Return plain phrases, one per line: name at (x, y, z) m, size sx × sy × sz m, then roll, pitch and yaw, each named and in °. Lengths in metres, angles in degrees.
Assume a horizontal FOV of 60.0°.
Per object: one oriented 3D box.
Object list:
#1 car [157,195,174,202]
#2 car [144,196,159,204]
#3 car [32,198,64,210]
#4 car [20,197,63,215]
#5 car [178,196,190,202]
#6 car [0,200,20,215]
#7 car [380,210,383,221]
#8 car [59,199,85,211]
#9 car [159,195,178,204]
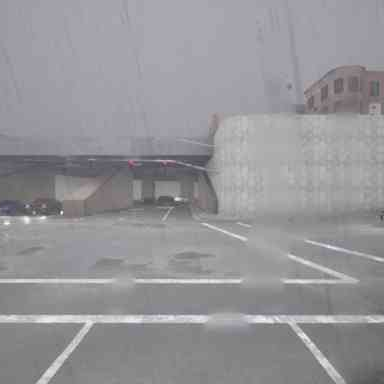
car at (-5.945, 1.500, 75.392) m, size 1.837 × 1.490 × 4.892 m, roll 0°, pitch 0°, yaw 24°
car at (-8.093, 1.547, 64.960) m, size 2.033 × 1.411 × 5.357 m, roll 0°, pitch 0°, yaw 4°
car at (-18.613, 1.547, 43.286) m, size 2.033 × 1.411 × 5.357 m, roll 0°, pitch 0°, yaw -2°
car at (-14.844, 1.352, 33.386) m, size 2.097 × 1.767 × 4.553 m, roll 0°, pitch 0°, yaw -2°
car at (-2.265, 1.524, 75.136) m, size 1.812 × 1.442 × 4.674 m, roll 0°, pitch 0°, yaw 28°
car at (-18.356, 1.526, 33.706) m, size 1.812 × 1.442 × 4.674 m, roll 0°, pitch 0°, yaw -2°
car at (12.789, 0.873, 18.181) m, size 4.674 × 1.442 × 1.812 m, roll -7°, pitch 0°, yaw -1°
car at (-15.077, 1.564, 41.992) m, size 1.994 × 1.385 × 4.181 m, roll 0°, pitch 0°, yaw -2°
car at (-4.573, 1.491, 65.123) m, size 2.128 × 1.511 × 4.902 m, roll 0°, pitch 0°, yaw 4°
